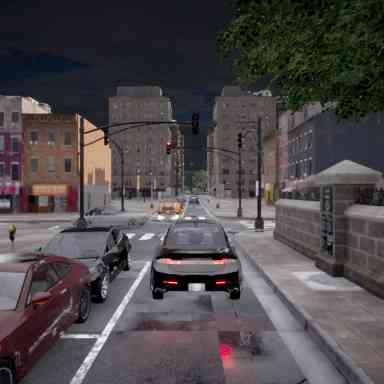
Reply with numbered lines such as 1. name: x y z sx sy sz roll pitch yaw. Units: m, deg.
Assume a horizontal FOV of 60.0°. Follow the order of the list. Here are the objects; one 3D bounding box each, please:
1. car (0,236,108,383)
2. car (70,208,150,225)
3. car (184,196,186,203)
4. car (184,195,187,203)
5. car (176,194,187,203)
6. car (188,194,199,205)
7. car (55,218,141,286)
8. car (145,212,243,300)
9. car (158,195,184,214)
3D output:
1. car: -2.632 1.582 4.545 1.802 1.307 4.206 0 0 0
2. car: -5.093 1.642 21.140 4.718 1.301 1.895 -1 0 0
3. car: -2.253 1.553 44.733 1.994 1.385 4.181 0 0 0
4. car: -2.243 1.477 55.126 2.128 1.511 4.902 0 0 0
5. car: -2.177 1.332 67.643 2.097 1.767 4.553 0 0 0
6. car: 0.343 1.509 60.418 1.812 1.442 4.674 0 0 0
7. car: -2.629 1.565 8.207 1.947 1.339 4.313 0 0 0
8. car: 0.093 1.491 8.386 2.128 1.511 4.902 0 0 0
9. car: -2.286 1.343 34.782 2.097 1.767 4.553 0 0 1
